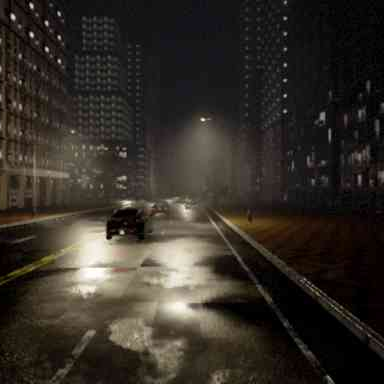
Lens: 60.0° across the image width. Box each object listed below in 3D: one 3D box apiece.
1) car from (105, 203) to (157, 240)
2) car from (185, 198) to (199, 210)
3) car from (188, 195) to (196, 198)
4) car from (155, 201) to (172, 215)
[{"bbox_3d":[-3.154,1.569,17.409,1.837,1.490,4.892,0,0,0],"label":"car"},{"bbox_3d":[-0.007,1.838,45.791,1.895,1.301,4.718,0,0,0],"label":"car"},{"bbox_3d":[-0.027,1.433,86.943,1.837,1.490,4.892,0,0,0],"label":"car"},{"bbox_3d":[-3.164,1.674,35.026,2.033,1.411,5.357,0,0,0],"label":"car"}]
